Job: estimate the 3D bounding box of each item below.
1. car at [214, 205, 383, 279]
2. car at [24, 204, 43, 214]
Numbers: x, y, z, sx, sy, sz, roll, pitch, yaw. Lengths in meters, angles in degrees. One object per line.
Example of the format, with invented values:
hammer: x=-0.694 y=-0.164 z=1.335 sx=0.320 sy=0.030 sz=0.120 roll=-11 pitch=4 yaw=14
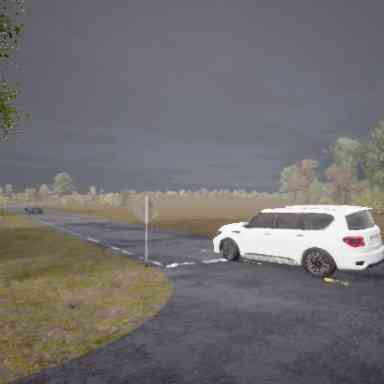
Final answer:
car: x=3.234 y=1.481 z=11.097 sx=2.150 sy=2.045 sz=5.566 roll=-3 pitch=1 yaw=-42
car: x=-21.560 y=2.328 z=45.323 sx=1.895 sy=1.301 sz=4.718 roll=1 pitch=-2 yaw=-33
